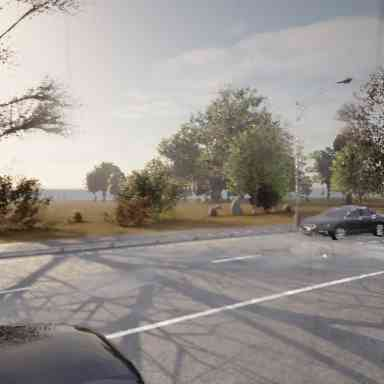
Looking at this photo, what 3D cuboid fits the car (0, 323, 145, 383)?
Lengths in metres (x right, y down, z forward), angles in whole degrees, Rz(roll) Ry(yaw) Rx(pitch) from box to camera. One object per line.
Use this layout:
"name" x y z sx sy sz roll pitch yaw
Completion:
"car" -2.270 1.552 1.971 4.181 1.385 1.994 0 0 -36

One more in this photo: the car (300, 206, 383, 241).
"car" 7.549 1.464 16.438 4.892 1.490 1.837 0 0 -27
